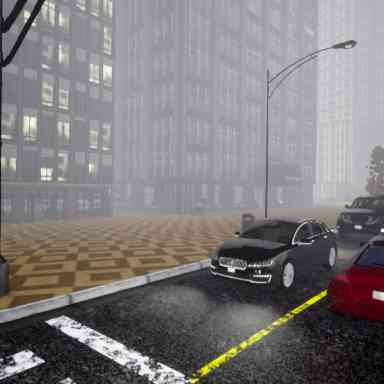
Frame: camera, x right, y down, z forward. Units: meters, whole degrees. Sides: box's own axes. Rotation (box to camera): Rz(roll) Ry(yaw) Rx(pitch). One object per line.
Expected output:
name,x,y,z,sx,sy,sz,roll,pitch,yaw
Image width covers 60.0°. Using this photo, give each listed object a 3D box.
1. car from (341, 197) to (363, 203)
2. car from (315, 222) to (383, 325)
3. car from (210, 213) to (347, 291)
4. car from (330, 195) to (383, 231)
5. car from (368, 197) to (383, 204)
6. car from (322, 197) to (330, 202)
car,38.521,1.815,80.316,1.947,1.339,4.313,-1,0,-34
car,4.262,1.568,6.582,1.994,1.385,4.181,1,0,41
car,2.477,1.477,9.188,1.837,1.490,4.892,1,0,41
car,9.194,1.201,16.697,2.150,2.045,5.566,1,1,42
car,37.875,1.658,66.302,2.008,1.369,4.403,-1,0,-34
car,35.373,1.860,84.977,1.947,1.339,4.313,-1,0,-34
